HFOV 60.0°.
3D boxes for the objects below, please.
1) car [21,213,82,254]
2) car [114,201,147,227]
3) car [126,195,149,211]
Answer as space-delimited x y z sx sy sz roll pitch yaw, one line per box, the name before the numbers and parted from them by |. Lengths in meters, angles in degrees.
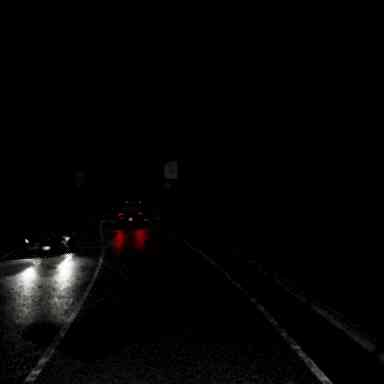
car | -5.857 1.647 14.505 2.033 1.411 5.357 -1 0 -14
car | -4.513 1.594 23.661 1.812 1.442 4.674 -1 0 -14
car | -6.737 1.389 41.067 2.150 2.045 5.566 0 -1 1
